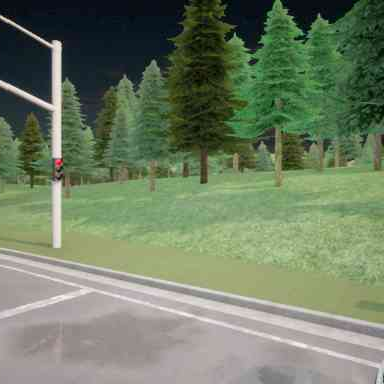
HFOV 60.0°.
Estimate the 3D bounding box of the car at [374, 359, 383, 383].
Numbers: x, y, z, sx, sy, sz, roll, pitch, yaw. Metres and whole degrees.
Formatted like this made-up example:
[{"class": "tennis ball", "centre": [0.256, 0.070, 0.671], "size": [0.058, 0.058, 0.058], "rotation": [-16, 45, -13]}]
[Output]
[{"class": "car", "centre": [3.388, 1.352, 1.571], "size": [4.553, 1.767, 2.097], "rotation": [0, 0, 36]}]
